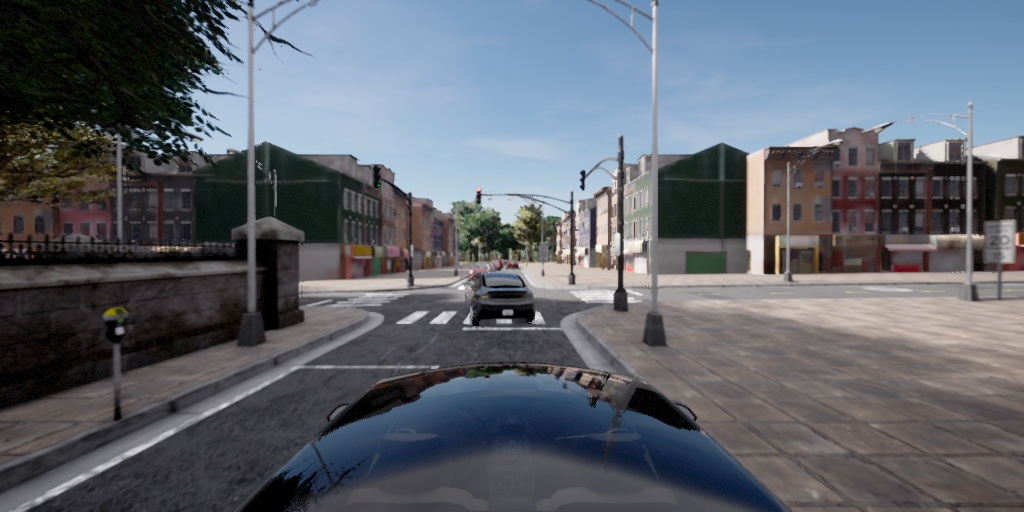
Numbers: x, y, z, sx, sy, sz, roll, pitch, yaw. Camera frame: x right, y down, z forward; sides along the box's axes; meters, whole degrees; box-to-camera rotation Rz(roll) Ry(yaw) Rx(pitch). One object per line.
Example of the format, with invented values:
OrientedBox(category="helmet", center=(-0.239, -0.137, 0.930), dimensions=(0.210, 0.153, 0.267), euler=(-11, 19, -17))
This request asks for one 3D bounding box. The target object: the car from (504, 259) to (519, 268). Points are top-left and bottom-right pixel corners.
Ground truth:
OrientedBox(category="car", center=(0.105, 1.378, 62.235), dimensions=(2.097, 1.767, 4.553), euler=(0, 0, 0))

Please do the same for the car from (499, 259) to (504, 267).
OrientedBox(category="car", center=(-2.597, 1.519, 52.731), dimensions=(1.888, 1.381, 4.507), euler=(0, 0, 0))

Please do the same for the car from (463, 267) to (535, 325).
OrientedBox(category="car", center=(-0.525, 1.294, 12.139), dimensions=(1.837, 1.490, 4.892), euler=(1, 0, -10))

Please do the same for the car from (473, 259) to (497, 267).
OrientedBox(category="car", center=(-2.615, 1.307, 30.993), dimensions=(1.967, 1.591, 4.097), euler=(0, 0, 0))

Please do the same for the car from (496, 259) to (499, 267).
OrientedBox(category="car", center=(-2.611, 1.332, 36.428), dimensions=(1.967, 1.591, 4.097), euler=(0, 0, 0))

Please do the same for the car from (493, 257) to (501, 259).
OrientedBox(category="car", center=(-2.975, 1.490, 63.805), dimensions=(1.801, 1.575, 5.366), euler=(0, 0, 0))

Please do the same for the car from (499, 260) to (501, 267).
OrientedBox(category="car", center=(-2.606, 1.485, 41.862), dimensions=(1.948, 1.339, 4.313), euler=(0, 0, 0))
